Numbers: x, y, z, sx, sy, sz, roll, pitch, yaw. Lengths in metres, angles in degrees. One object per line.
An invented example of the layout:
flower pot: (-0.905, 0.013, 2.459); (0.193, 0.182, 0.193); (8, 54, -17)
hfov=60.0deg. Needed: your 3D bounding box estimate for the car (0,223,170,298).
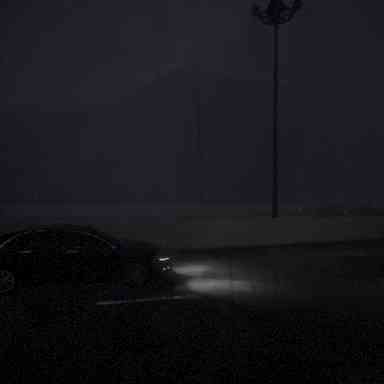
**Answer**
car: (-2.981, 1.568, 8.376); (4.892, 1.490, 1.837); (1, -1, -15)
